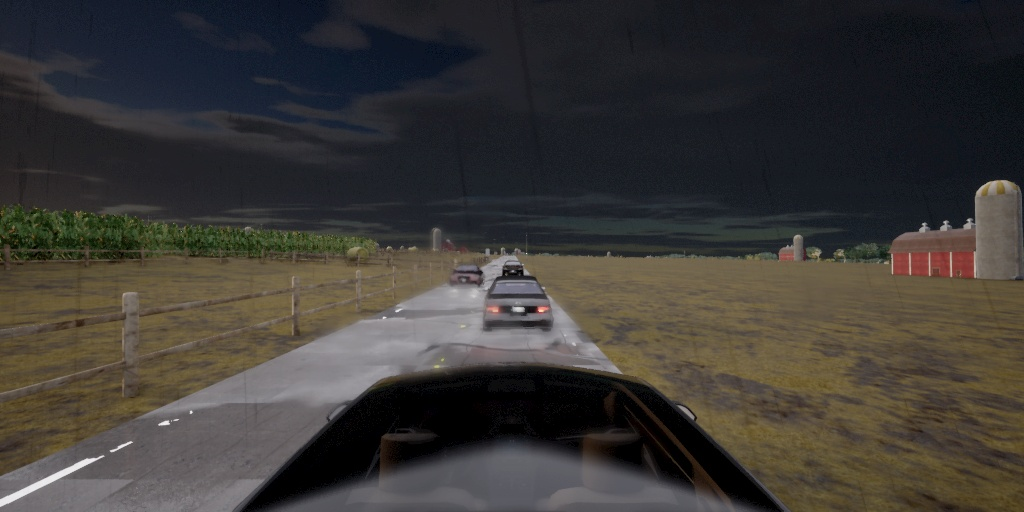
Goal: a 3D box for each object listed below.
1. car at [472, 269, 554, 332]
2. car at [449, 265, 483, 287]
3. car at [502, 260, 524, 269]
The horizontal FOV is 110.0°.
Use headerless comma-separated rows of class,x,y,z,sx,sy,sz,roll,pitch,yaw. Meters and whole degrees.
car,0.112,1.289,10.839,2.033,1.411,5.357,0,0,-1
car,-2.862,1.265,23.494,1.994,1.385,4.181,0,0,0
car,0.083,1.130,33.055,1.882,1.535,5.008,0,0,0
